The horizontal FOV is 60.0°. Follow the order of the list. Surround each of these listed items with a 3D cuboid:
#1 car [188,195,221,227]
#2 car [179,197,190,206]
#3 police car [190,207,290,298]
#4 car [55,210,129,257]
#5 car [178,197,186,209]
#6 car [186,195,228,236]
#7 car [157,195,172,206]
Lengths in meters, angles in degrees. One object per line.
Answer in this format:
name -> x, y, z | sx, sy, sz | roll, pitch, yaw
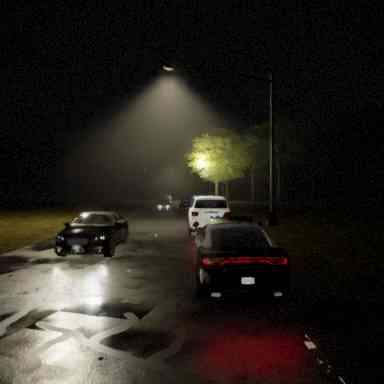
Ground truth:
car -> 0.809, 1.248, 24.651 | 2.150, 2.045, 5.566 | 0, 0, -1
car -> -1.320, 1.621, 59.870 | 1.837, 1.490, 4.892 | -1, 0, -3
police car -> 1.009, 1.428, 8.696 | 1.930, 1.638, 5.238 | 0, 0, 0
car -> -3.685, 1.502, 13.006 | 2.128, 1.511, 4.902 | 0, 0, -1
car -> -0.781, 1.641, 46.168 | 1.994, 1.385, 4.181 | 0, 0, -1
car -> 0.903, 1.243, 18.642 | 2.150, 2.045, 5.566 | 0, 0, -1
car -> -4.806, 1.676, 56.802 | 1.994, 1.385, 4.181 | 0, 0, -2
